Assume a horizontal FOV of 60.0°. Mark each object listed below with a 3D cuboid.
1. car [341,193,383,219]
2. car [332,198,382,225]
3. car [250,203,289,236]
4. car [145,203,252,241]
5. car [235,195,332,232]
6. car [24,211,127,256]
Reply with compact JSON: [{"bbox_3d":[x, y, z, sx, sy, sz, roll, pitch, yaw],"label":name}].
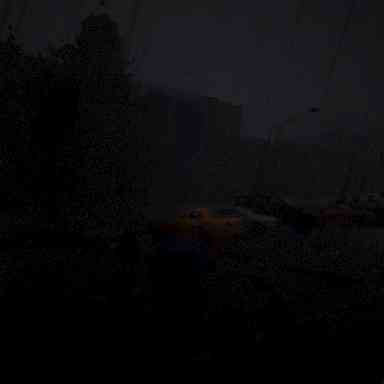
[{"bbox_3d":[12.361,1.153,25.410,5.566,2.045,2.435,-1,0,35],"label":"car"},{"bbox_3d":[10.094,1.424,23.549,5.366,1.575,1.946,-1,-1,35],"label":"car"},{"bbox_3d":[2.602,1.517,18.428,4.674,1.452,2.002,-1,-1,34],"label":"car"},{"bbox_3d":[0.002,1.484,16.781,5.366,1.575,1.946,-1,0,35],"label":"car"},{"bbox_3d":[5.076,1.217,20.157,5.566,2.045,2.435,-1,-1,35],"label":"car"},{"bbox_3d":[-4.708,1.519,13.184,4.792,1.488,2.163,-1,-1,35],"label":"car"}]
